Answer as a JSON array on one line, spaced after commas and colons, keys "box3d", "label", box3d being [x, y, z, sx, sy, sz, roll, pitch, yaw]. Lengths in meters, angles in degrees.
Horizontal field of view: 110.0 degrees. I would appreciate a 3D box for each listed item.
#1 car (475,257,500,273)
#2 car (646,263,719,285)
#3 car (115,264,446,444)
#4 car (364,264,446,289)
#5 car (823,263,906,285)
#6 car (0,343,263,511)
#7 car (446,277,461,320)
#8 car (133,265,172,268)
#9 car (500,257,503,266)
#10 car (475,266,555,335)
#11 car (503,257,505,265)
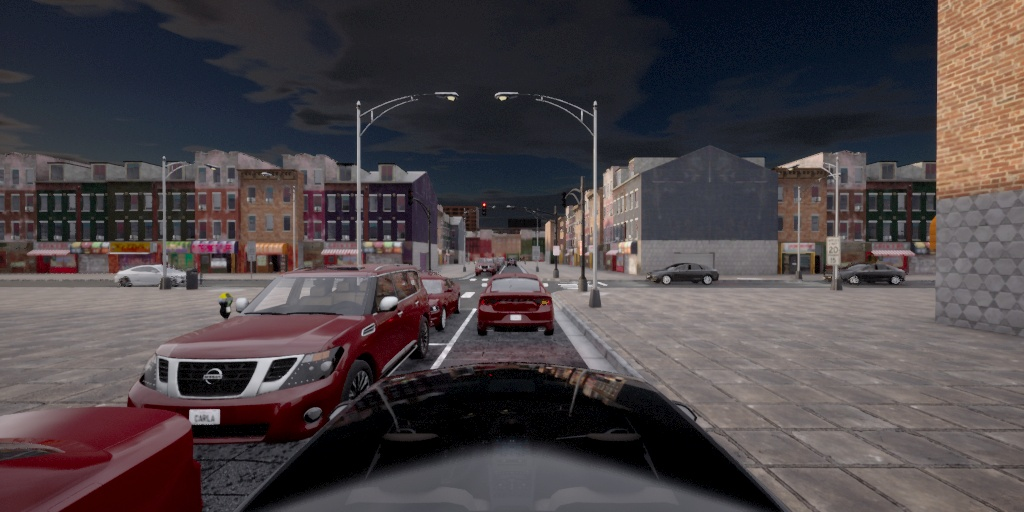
[{"box3d": [-2.665, 1.072, 37.441, 2.192, 1.841, 5.009, 0, 0, 0], "label": "car"}, {"box3d": [12.210, 1.264, 25.812, 4.892, 1.490, 1.837, 0, 0, 0], "label": "car"}, {"box3d": [-2.641, 1.064, 5.598, 2.192, 1.841, 5.009, 0, 0, 0], "label": "car"}, {"box3d": [-6.719, 1.283, 22.883, 4.674, 1.442, 1.812, 0, 0, 0], "label": "car"}, {"box3d": [25.248, 1.284, 25.797, 4.892, 1.490, 1.837, 0, 0, 0], "label": "car"}, {"box3d": [-2.638, 1.295, 0.164, 1.888, 1.381, 4.507, 0, 0, 0], "label": "car"}, {"box3d": [-2.645, 1.294, 11.032, 1.888, 1.381, 4.507, 0, 0, 0], "label": "car"}, {"box3d": [-22.479, 1.270, 22.898, 4.674, 1.442, 1.812, 0, 0, 0], "label": "car"}, {"box3d": [-2.673, 1.081, 48.295, 2.192, 1.841, 5.009, 0, 0, 0], "label": "car"}, {"box3d": [0.090, 1.227, 10.496, 1.882, 1.535, 5.008, 0, 0, 0], "label": "car"}, {"box3d": [-2.684, 1.337, 64.575, 2.007, 1.370, 4.403, 0, 0, 0], "label": "car"}]
